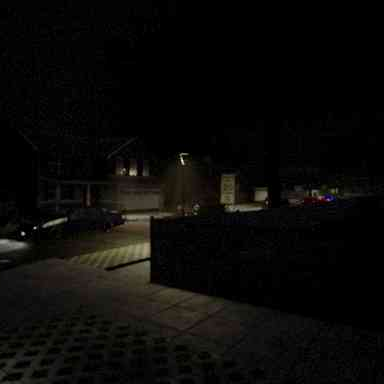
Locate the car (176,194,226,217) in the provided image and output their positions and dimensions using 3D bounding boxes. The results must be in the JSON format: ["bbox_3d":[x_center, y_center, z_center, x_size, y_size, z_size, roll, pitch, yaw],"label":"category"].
[{"bbox_3d":[0.761,1.074,25.887,2.097,1.767,4.553,1,2,35],"label":"car"}]

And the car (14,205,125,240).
[{"bbox_3d":[-5.797,1.390,16.607,2.033,1.411,5.357,1,1,35],"label":"car"}]

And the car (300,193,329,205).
[{"bbox_3d":[15.055,1.124,41.103,1.895,1.301,4.718,1,2,36],"label":"car"}]

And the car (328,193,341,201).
[{"bbox_3d":[20.667,0.901,49.139,1.812,1.442,4.674,1,2,35],"label":"car"}]

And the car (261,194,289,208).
[{"bbox_3d":[9.687,1.026,38.484,2.128,1.511,4.902,1,2,36],"label":"car"}]
